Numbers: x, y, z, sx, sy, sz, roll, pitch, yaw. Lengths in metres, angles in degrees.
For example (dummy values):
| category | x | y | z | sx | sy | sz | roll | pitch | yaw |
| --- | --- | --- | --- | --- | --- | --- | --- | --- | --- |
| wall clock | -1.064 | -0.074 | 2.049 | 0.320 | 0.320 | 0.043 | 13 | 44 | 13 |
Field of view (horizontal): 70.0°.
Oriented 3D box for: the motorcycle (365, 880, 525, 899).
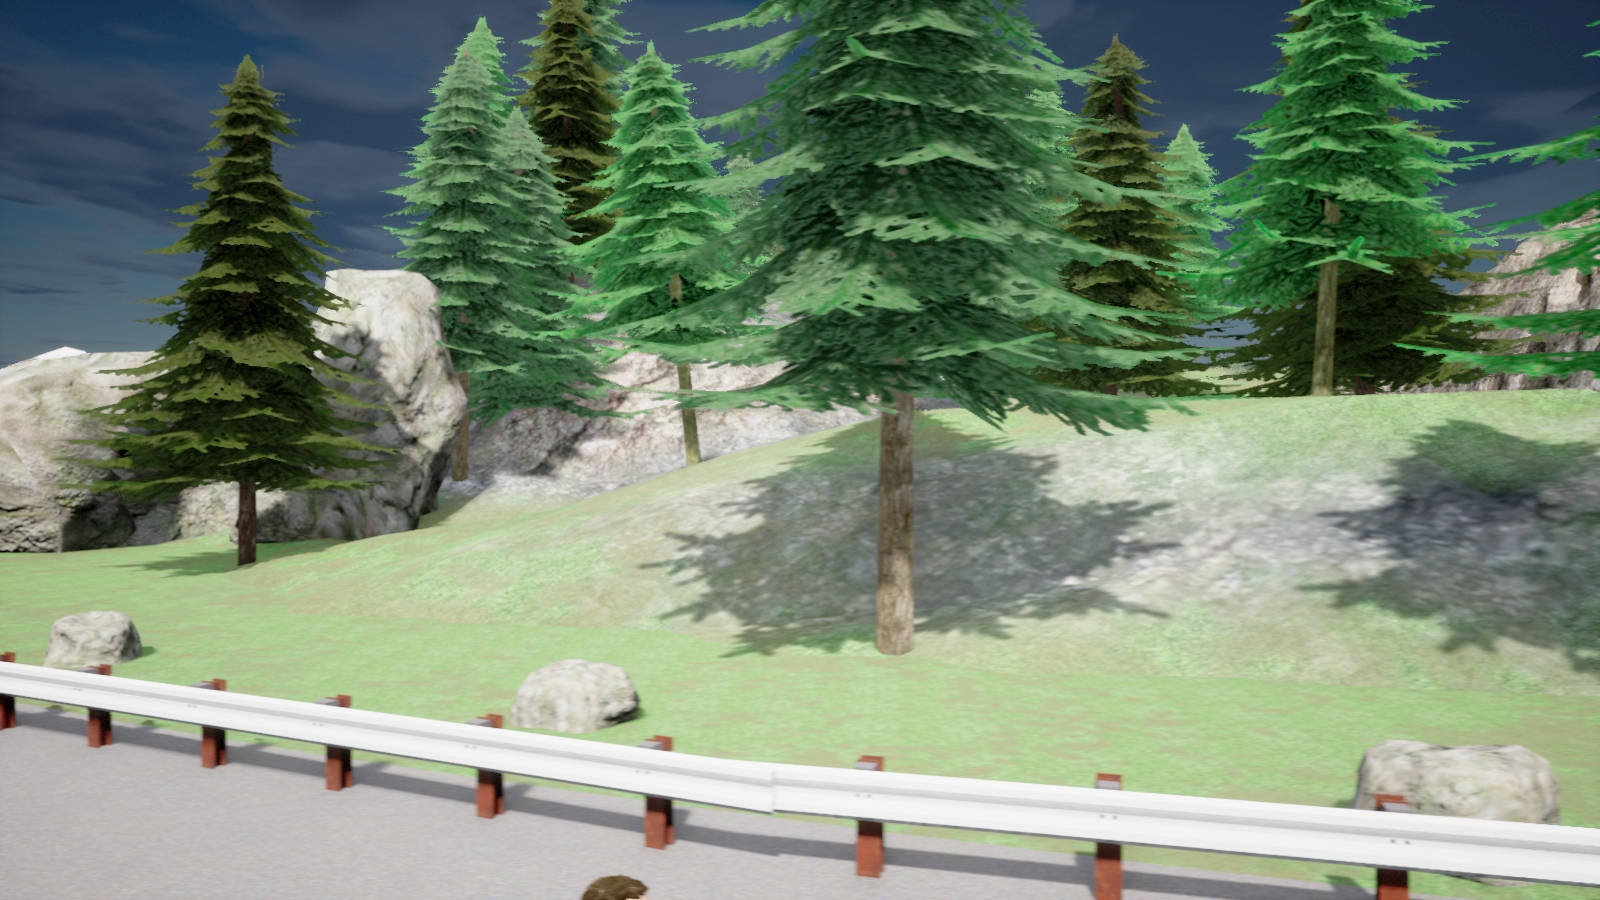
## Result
| category | x | y | z | sx | sy | sz | roll | pitch | yaw |
| --- | --- | --- | --- | --- | --- | --- | --- | --- | --- |
| motorcycle | -0.642 | 2.180 | 3.443 | 2.033 | 1.217 | 0.803 | 0 | 0 | 21 |
